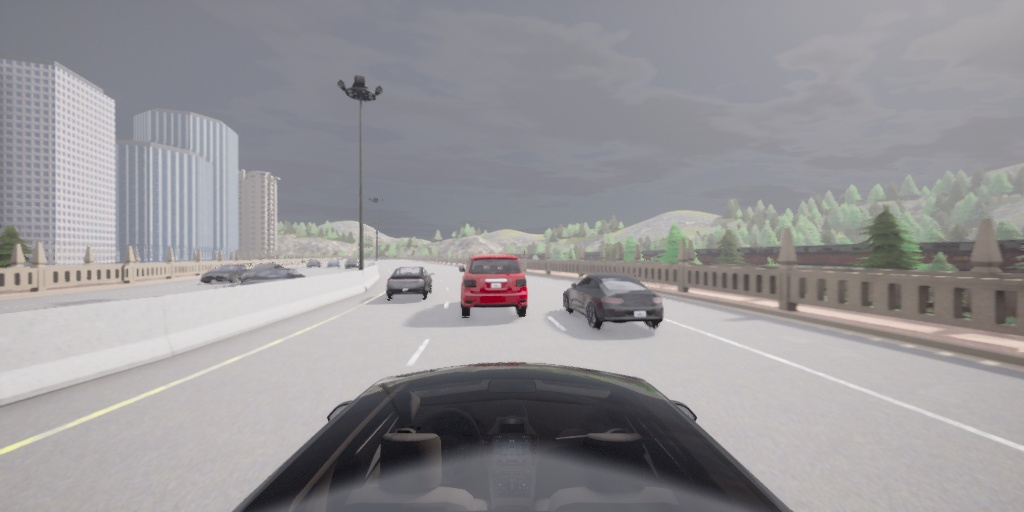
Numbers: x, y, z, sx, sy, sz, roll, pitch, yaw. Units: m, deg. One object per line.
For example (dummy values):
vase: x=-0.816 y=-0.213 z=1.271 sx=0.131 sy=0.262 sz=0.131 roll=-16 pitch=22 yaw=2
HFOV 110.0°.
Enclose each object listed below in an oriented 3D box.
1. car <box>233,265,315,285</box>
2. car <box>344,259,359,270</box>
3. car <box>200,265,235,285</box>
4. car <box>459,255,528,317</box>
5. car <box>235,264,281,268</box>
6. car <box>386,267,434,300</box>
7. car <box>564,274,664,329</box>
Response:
car: x=-12.584 y=1.372 z=19.300 sx=1.994 sy=1.385 sz=4.181 roll=0 pitch=0 yaw=-11
car: x=-25.658 y=1.226 z=57.708 sx=2.097 sy=1.767 sz=4.553 roll=0 pitch=0 yaw=-20
car: x=-22.044 y=1.397 z=28.034 sx=2.033 sy=1.411 sz=5.357 roll=0 pitch=0 yaw=-18
car: x=-0.780 y=0.979 z=13.379 sx=2.150 sy=2.045 sz=5.566 roll=0 pitch=0 yaw=-7
car: x=-17.855 y=1.337 z=26.171 sx=1.837 sy=1.490 sz=4.892 roll=0 pitch=0 yaw=-16
car: x=-5.011 y=1.268 z=17.929 sx=2.128 sy=1.511 sz=4.902 roll=0 pitch=0 yaw=-9
car: x=2.937 y=1.267 z=11.117 sx=1.812 sy=1.442 sz=4.674 roll=0 pitch=0 yaw=-5
